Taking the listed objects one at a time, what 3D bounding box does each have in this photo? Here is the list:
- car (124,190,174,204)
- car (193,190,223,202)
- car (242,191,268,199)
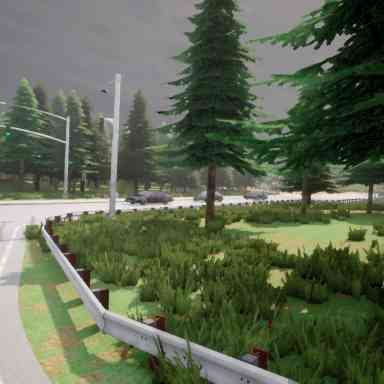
[{"bbox_3d":[-4.106,0.542,33.143,2.033,1.411,5.357,5,3,39],"label":"car"},{"bbox_3d":[2.085,0.519,40.800,1.812,1.442,4.674,5,3,39],"label":"car"},{"bbox_3d":[9.697,0.528,50.488,2.033,1.411,5.357,5,3,37],"label":"car"}]
